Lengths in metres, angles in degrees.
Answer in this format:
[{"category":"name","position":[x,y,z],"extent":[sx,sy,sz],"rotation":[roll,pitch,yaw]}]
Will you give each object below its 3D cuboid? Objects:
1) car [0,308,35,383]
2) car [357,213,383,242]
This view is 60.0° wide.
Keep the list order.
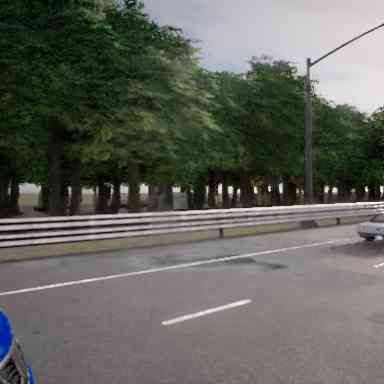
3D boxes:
[{"category":"car","position":[-3.602,1.219,1.178],"extent":[5.566,2.045,2.150],"rotation":[0,0,-35]},{"category":"car","position":[9.385,1.543,14.738],"extent":[4.718,1.301,1.895],"rotation":[0,0,-35]}]
